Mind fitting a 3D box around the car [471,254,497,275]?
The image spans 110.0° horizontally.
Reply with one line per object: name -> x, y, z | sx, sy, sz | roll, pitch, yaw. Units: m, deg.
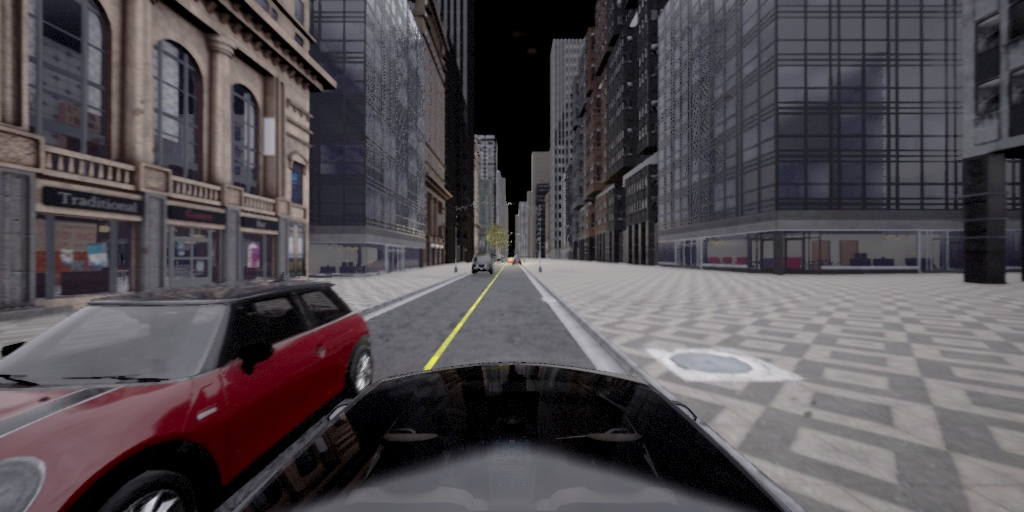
car -> -3.084, 0.935, 38.895 | 2.150, 2.045, 5.566 | 0, 0, 0

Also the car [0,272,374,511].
car -> -3.092, 1.101, 3.400 | 2.097, 1.767, 4.553 | 0, 0, 0
